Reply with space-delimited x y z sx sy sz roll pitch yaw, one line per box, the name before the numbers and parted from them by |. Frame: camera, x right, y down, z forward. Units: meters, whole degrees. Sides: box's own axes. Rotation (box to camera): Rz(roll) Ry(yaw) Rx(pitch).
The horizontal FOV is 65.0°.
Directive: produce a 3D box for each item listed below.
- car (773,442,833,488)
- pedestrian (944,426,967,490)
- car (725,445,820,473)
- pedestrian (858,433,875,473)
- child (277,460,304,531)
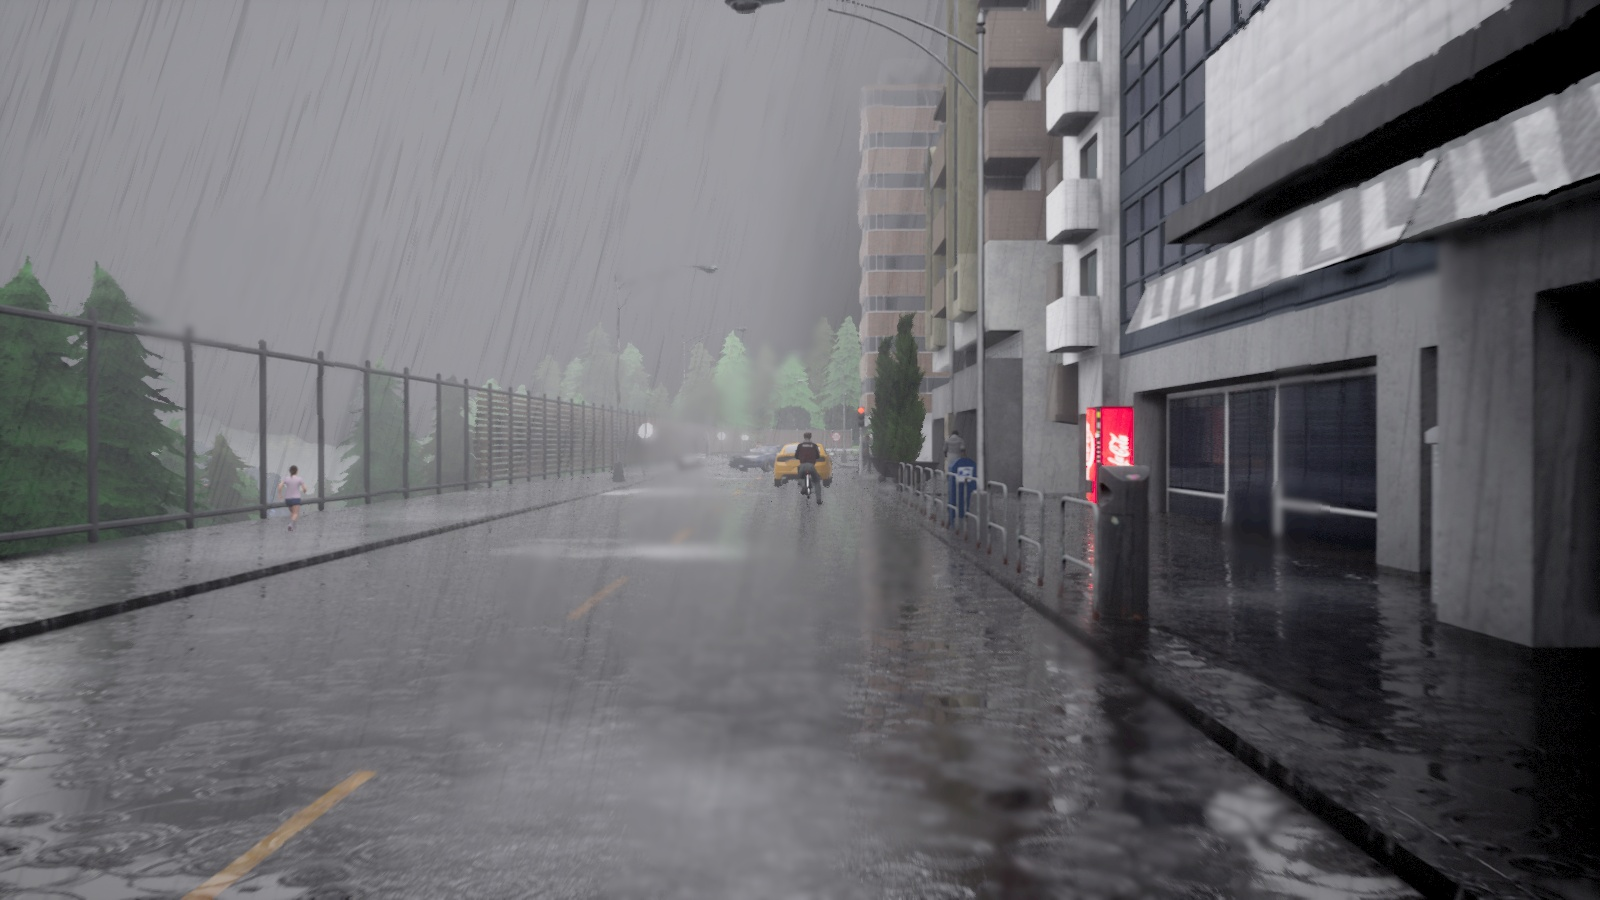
car | 0.159 0.474 44.381 1.882 1.535 5.008 0 0 3
pedestrian | 4.776 0.241 38.510 0.659 1.952 0.873 0 0 11
car | -1.375 0.422 65.836 2.033 1.411 5.357 0 0 39
pedestrian | 3.032 0.134 57.453 0.694 1.848 0.540 0 0 -6
child | -8.091 0.717 19.948 0.255 1.110 0.394 0 0 1
